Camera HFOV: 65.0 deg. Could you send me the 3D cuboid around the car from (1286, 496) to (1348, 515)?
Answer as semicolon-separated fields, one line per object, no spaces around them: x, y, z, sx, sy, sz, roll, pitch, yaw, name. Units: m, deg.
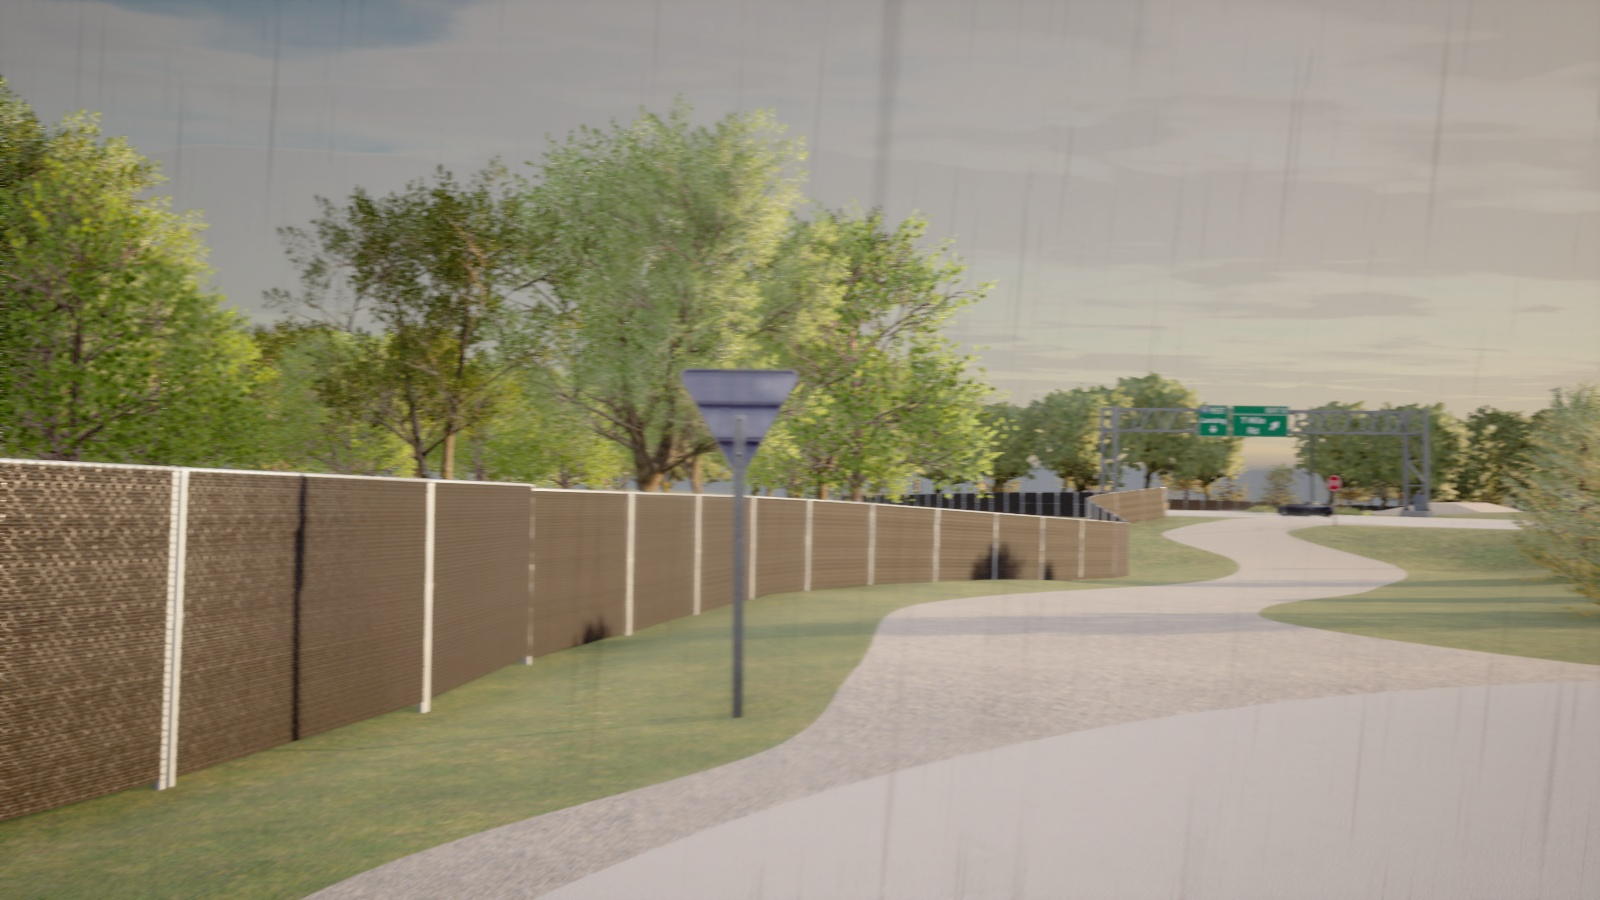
35.953;3.865;87.532;1.895;1.301;4.718;0;-2;-7;car
